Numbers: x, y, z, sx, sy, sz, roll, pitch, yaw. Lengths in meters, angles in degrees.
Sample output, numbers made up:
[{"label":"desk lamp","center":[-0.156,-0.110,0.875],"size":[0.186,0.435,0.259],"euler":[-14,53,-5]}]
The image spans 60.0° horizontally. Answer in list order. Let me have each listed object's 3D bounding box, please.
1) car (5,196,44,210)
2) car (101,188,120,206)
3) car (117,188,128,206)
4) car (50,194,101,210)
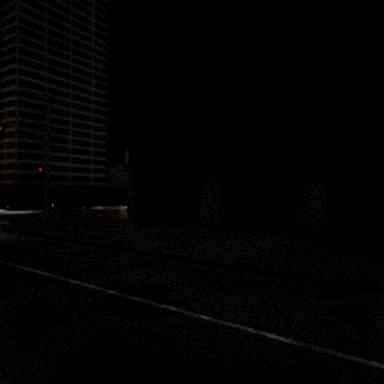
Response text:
[{"label":"car","center":[-17.086,1.140,35.864],"size":[2.033,1.411,5.357],"euler":[1,0,35]},{"label":"car","center":[-10.955,0.814,44.584],"size":[2.150,2.045,5.566],"euler":[1,0,35]},{"label":"car","center":[-6.807,0.855,44.391],"size":[2.150,2.045,5.566],"euler":[1,0,36]},{"label":"car","center":[-12.774,1.125,35.912],"size":[2.128,1.511,4.902],"euler":[1,0,35]}]
